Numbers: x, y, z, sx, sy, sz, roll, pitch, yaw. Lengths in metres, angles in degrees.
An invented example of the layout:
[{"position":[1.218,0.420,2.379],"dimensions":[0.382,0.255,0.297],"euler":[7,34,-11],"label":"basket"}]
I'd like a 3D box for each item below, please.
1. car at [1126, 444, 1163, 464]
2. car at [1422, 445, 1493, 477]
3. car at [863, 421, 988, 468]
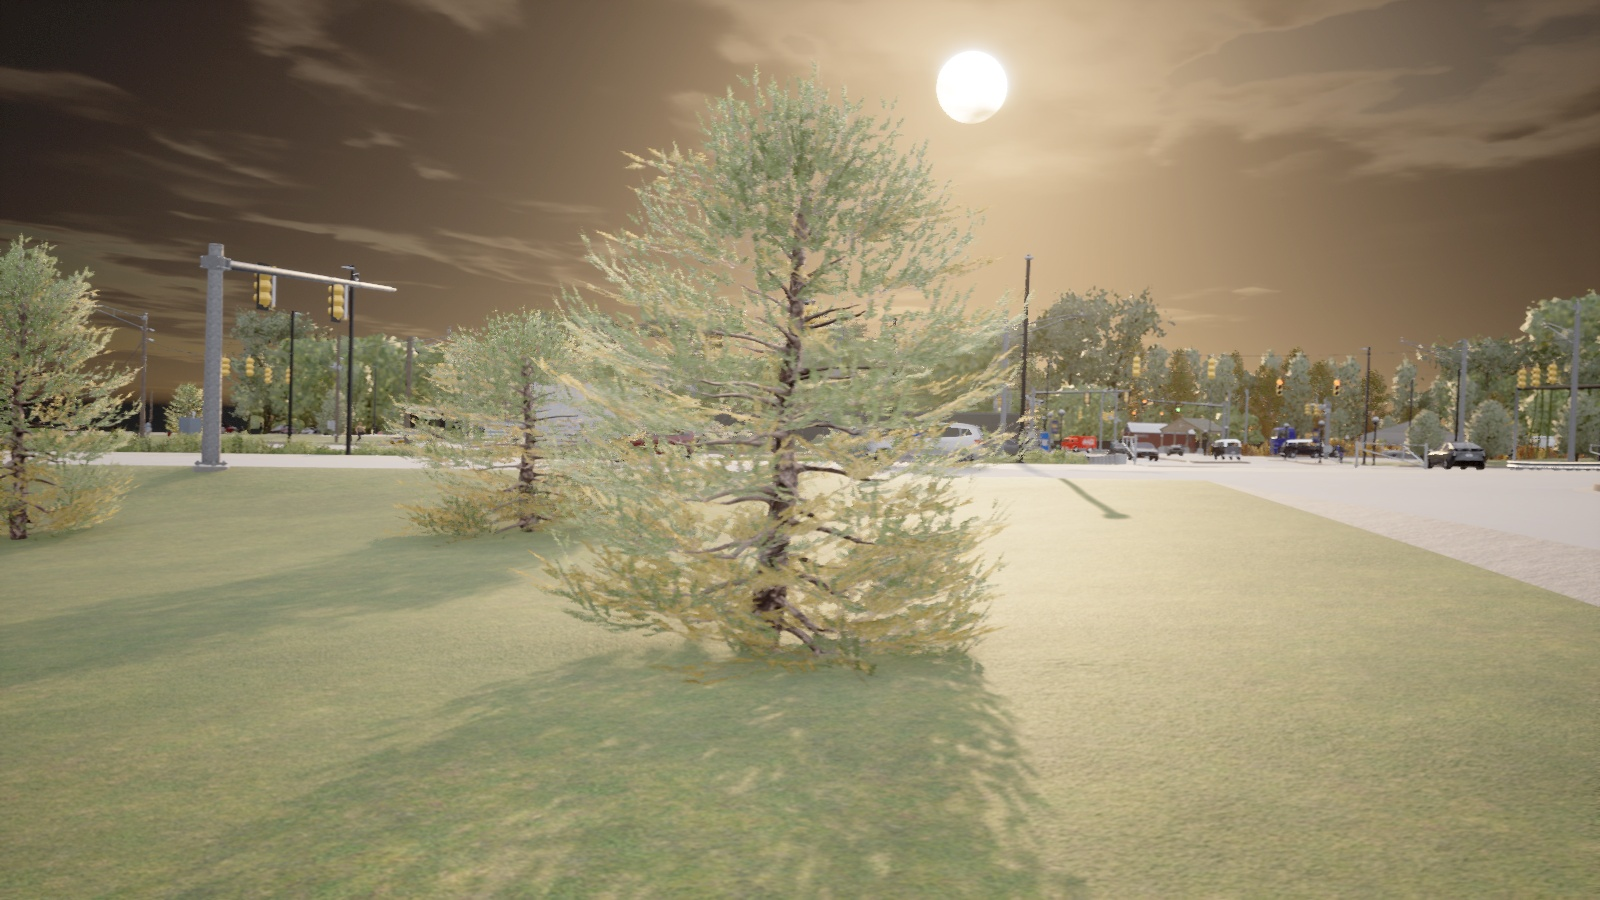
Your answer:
[{"position":[26.042,0.314,95.186],"dimensions":[2.033,1.411,5.357],"euler":[1,1,8],"label":"car"},{"position":[33.514,0.537,64.099],"dimensions":[2.007,1.525,4.514],"euler":[1,1,12],"label":"car"},{"position":[4.802,-0.232,47.717],"dimensions":[4.611,1.667,2.242],"euler":[1,1,9],"label":"car"}]
